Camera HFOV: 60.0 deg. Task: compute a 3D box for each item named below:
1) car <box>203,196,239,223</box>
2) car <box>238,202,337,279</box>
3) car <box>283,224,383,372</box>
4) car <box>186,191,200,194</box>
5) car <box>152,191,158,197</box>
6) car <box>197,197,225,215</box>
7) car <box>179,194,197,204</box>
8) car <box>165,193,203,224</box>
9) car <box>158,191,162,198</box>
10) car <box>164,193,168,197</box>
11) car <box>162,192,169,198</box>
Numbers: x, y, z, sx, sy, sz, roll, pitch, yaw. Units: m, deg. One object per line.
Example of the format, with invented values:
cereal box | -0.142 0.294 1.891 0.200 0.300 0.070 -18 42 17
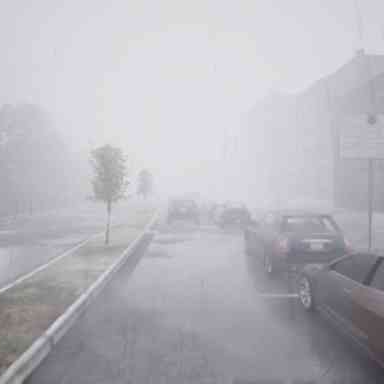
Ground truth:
car | 2.163 1.315 26.719 2.097 1.535 5.008 0 0 -3
car | 2.927 1.297 10.029 2.185 1.767 4.553 0 0 -1
car | 3.039 1.484 4.531 2.163 1.488 4.792 0 0 0
car | 0.058 0.883 48.909 2.435 2.045 5.566 0 1 -7
car | -9.088 0.592 92.445 2.097 1.535 5.008 0 1 -16
car | 1.782 1.277 32.275 2.097 1.535 5.008 0 0 -4
car | -0.695 1.078 54.408 2.231 1.521 4.892 0 1 -8
car | -0.655 1.204 23.544 2.097 1.767 4.553 0 0 -3
car | -6.530 0.750 83.196 2.163 1.488 4.792 0 1 -14
car | -2.087 1.210 41.379 2.128 1.511 4.902 0 1 -6
car | -4.877 0.806 76.351 1.946 1.575 5.366 0 1 -12
